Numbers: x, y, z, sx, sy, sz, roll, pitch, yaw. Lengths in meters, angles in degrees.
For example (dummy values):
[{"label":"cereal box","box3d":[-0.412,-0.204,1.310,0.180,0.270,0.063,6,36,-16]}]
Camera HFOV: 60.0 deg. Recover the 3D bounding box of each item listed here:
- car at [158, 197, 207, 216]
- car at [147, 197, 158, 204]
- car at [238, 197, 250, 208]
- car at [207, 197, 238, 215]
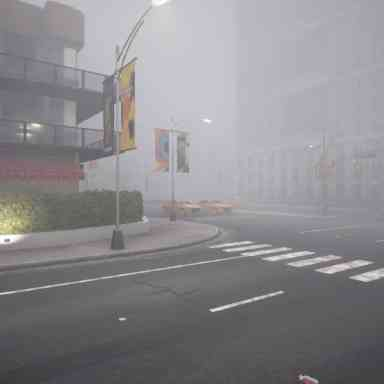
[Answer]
[{"label":"car","box3d":[-1.062,1.478,32.648,1.882,1.535,5.008,0,0,-35]},{"label":"car","box3d":[-6.163,1.601,59.267,4.718,1.301,1.895,0,0,42]},{"label":"car","box3d":[6.258,1.478,48.604,1.882,1.535,5.008,0,0,-35]},{"label":"car","box3d":[2.066,1.478,34.285,1.882,1.535,5.008,0,0,-35]}]
